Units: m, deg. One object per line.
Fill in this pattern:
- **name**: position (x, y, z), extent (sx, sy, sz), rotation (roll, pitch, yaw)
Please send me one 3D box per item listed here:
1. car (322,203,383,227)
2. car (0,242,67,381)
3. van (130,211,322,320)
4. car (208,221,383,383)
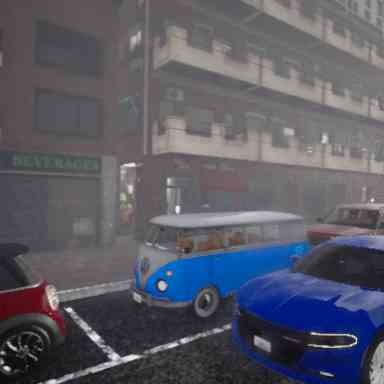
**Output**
- **car**: position (5.270, 1.310, 10.298), extent (5.009, 1.841, 2.192), rotation (0, 1, -35)
- **car**: position (-3.760, 1.442, 3.855), extent (4.097, 1.590, 1.967), rotation (0, 1, -35)
- **van**: position (0.756, 1.339, 7.076), extent (3.998, 1.788, 1.690), rotation (0, 1, -35)
- **car**: position (2.842, 1.475, 5.283), extent (5.008, 1.535, 1.882), rotation (0, 0, -36)
